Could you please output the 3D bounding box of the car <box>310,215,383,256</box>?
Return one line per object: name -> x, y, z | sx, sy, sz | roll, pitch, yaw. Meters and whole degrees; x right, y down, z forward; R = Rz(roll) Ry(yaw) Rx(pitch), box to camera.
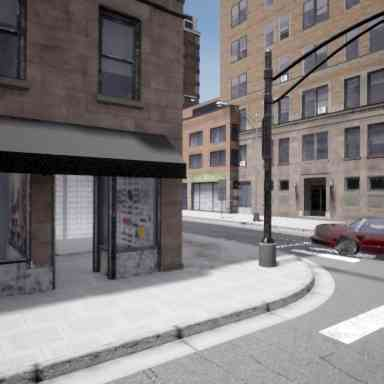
car -> 6.916, 1.522, 11.316 | 5.357, 1.411, 2.033 | 0, 0, 36
